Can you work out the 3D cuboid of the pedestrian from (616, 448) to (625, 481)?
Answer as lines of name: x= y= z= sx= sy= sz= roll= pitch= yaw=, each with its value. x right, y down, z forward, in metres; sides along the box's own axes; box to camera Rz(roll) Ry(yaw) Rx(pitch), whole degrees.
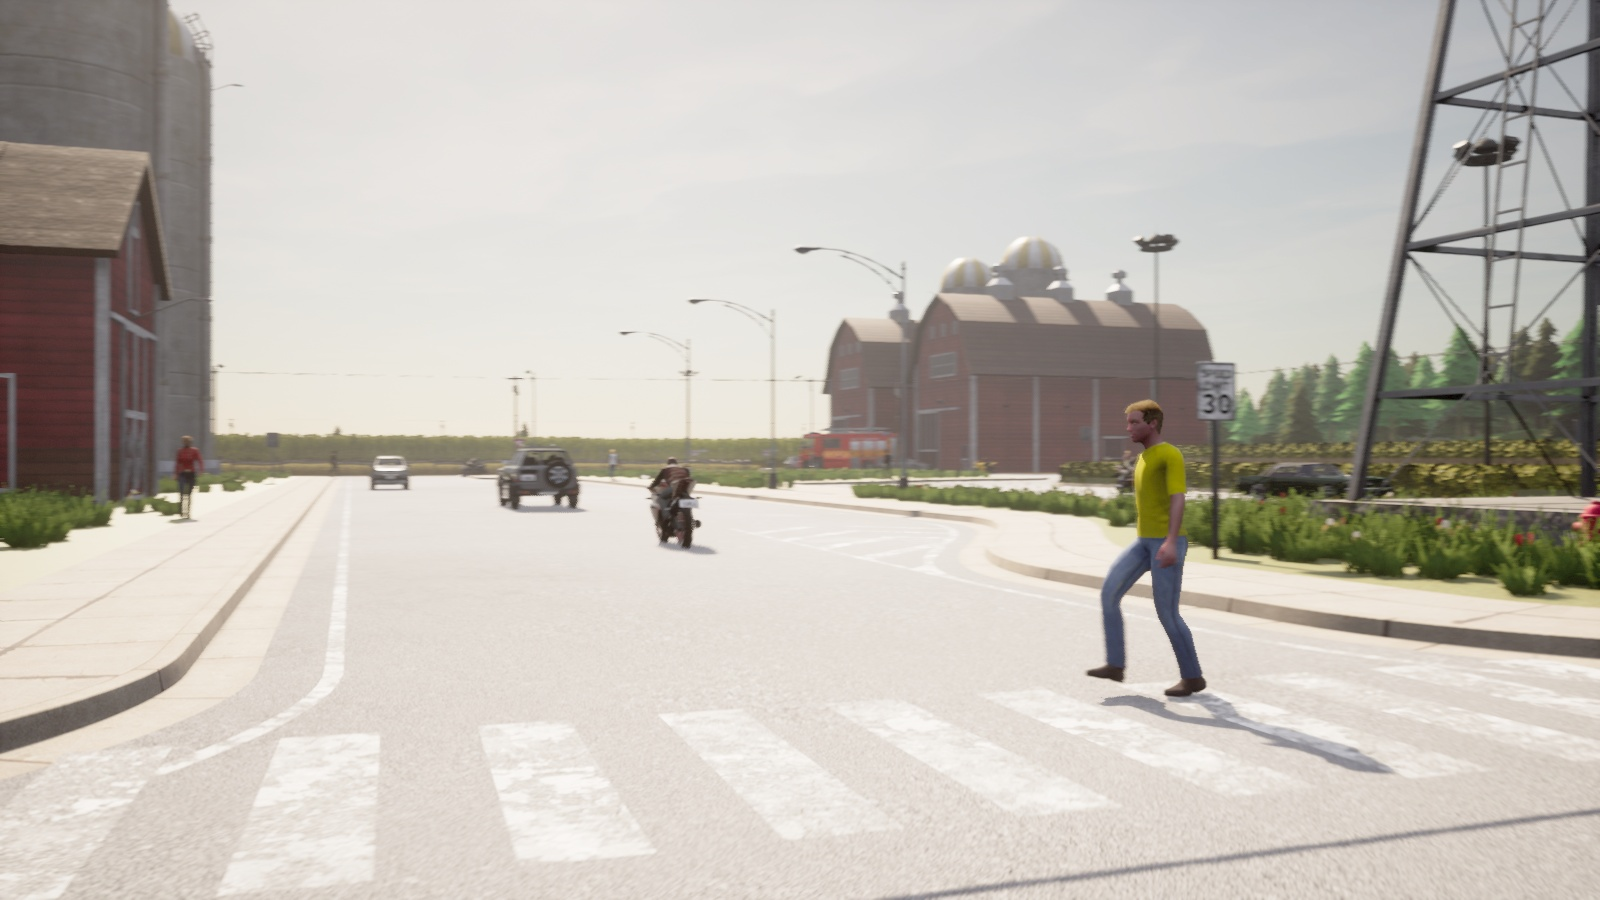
pedestrian: x=-9.915 y=0.796 z=69.418 sx=0.354 sy=1.836 sz=0.706 roll=0 pitch=0 yaw=-21

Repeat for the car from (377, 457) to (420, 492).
car: x=-18.364 y=1.102 z=57.376 sx=1.789 sy=1.549 sz=3.705 roll=0 pitch=0 yaw=-19

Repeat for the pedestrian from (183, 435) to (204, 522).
pedestrian: x=-12.956 y=0.599 z=26.832 sx=0.331 sy=1.846 sz=0.636 roll=0 pitch=0 yaw=-19

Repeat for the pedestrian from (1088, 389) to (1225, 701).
pedestrian: x=2.158 y=0.559 z=7.631 sx=0.706 sy=1.836 sz=0.354 roll=0 pitch=0 yaw=-8

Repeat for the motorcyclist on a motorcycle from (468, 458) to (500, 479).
motorcyclist on a motorcycle: x=-23.188 y=1.355 z=92.202 sx=0.866 sy=1.530 sz=2.191 roll=2 pitch=1 yaw=40

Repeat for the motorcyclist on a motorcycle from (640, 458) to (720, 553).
motorcyclist on a motorcycle: x=-2.063 y=0.898 z=21.305 sx=0.866 sy=1.530 sz=2.191 roll=0 pitch=0 yaw=-19

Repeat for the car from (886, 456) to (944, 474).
car: x=9.056 y=1.213 z=98.966 sx=4.181 sy=1.385 sz=1.994 roll=-1 pitch=0 yaw=19

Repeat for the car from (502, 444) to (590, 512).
car: x=-7.541 y=0.785 z=37.000 sx=1.932 sy=1.855 sz=4.605 roll=0 pitch=0 yaw=-19

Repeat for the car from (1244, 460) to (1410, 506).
car: x=15.855 y=0.958 z=38.073 sx=1.895 sy=1.301 sz=4.718 roll=0 pitch=0 yaw=-22

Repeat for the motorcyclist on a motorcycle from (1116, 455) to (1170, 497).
motorcyclist on a motorcycle: x=12.763 y=0.951 z=46.822 sx=0.866 sy=1.530 sz=2.191 roll=0 pitch=0 yaw=-19

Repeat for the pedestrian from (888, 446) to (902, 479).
pedestrian: x=5.310 y=0.725 z=70.390 sx=0.431 sy=1.840 sz=0.703 roll=-1 pitch=0 yaw=42
